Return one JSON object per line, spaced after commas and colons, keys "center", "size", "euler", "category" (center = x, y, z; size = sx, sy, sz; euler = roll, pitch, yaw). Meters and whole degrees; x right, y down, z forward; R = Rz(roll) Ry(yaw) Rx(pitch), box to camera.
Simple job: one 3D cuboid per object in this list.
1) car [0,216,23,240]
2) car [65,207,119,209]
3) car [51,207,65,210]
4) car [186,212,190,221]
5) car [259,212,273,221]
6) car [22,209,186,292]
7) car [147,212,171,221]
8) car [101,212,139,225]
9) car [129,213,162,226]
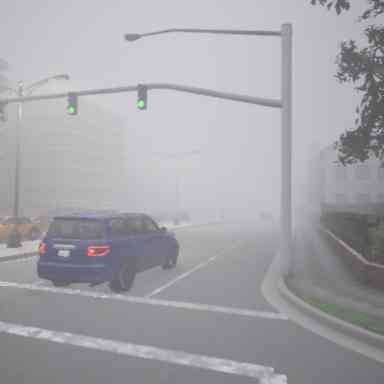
{"center": [-11.338, 2.177, 20.062], "size": [1.882, 1.535, 5.008], "euler": [0, -3, 18], "category": "car"}
{"center": [-8.307, 2.372, 29.497], "size": [2.150, 2.045, 5.566], "euler": [0, -3, 18], "category": "car"}
{"center": [-11.722, 2.355, 30.322], "size": [2.150, 2.045, 5.566], "euler": [0, -3, 18], "category": "car"}
{"center": [-1.712, 3.617, 49.890], "size": [2.128, 1.511, 4.902], "euler": [0, -3, 18], "category": "car"}
{"center": [12.719, 4.150, 57.084], "size": [1.882, 1.535, 5.008], "euler": [0, -3, 18], "category": "car"}
{"center": [-2.234, 1.676, 10.458], "size": [2.150, 2.045, 5.566], "euler": [0, -3, 18], "category": "car"}
{"center": [-5.002, 3.728, 51.090], "size": [1.895, 1.301, 4.718], "euler": [0, -3, 18], "category": "car"}
{"center": [-8.591, 3.146, 40.055], "size": [2.033, 1.411, 5.357], "euler": [0, -3, 18], "category": "car"}
{"center": [-5.349, 3.192, 38.714], "size": [1.895, 1.301, 4.718], "euler": [0, -3, 18], "category": "car"}
